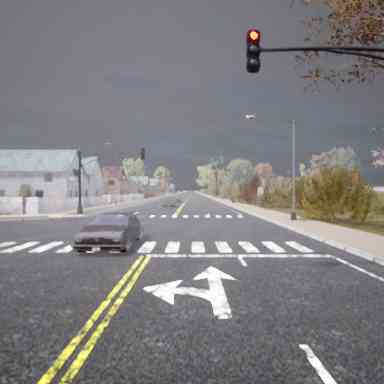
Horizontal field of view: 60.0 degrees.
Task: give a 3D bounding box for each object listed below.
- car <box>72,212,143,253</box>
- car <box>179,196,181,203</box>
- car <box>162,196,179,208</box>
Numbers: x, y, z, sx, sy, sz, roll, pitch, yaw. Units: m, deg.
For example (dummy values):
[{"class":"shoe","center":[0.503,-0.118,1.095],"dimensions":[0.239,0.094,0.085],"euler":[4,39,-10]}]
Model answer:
[{"class":"car","center":[-3.238,1.549,13.912],"dimensions":[2.033,1.411,5.357],"euler":[0,0,0]},{"class":"car","center":[-3.193,1.487,69.914],"dimensions":[2.033,1.411,5.357],"euler":[0,0,0]},{"class":"car","center":[-3.211,1.540,47.112],"dimensions":[1.837,1.490,4.892],"euler":[0,2,0]}]
